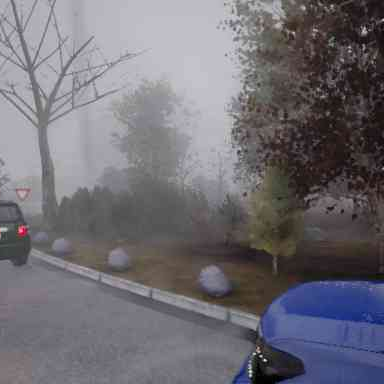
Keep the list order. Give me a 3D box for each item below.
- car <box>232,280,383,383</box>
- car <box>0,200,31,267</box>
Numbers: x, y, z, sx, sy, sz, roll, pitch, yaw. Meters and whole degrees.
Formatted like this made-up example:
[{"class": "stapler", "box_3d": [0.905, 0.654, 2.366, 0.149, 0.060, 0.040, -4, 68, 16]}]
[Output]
[{"class": "car", "box_3d": [2.973, 1.222, 1.754, 5.566, 2.045, 2.150, 0, 0, 34]}, {"class": "car", "box_3d": [-7.035, 1.287, 10.707, 2.150, 2.045, 5.566, 0, 0, -43]}]
